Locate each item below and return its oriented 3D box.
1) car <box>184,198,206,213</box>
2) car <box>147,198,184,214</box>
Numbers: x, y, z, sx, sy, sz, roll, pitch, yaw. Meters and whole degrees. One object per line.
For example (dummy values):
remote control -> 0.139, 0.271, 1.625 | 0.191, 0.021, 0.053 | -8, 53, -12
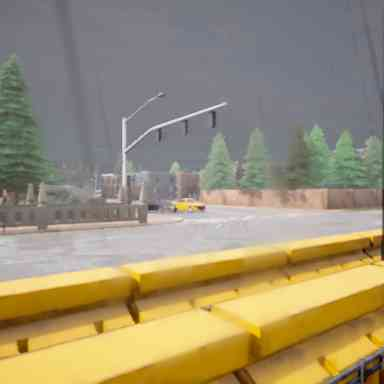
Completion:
car -> -0.395, 1.448, 37.364 | 1.882, 1.535, 5.008 | 0, 0, -36
car -> -3.373, 1.467, 35.513 | 2.128, 1.511, 4.902 | 0, 0, -36
